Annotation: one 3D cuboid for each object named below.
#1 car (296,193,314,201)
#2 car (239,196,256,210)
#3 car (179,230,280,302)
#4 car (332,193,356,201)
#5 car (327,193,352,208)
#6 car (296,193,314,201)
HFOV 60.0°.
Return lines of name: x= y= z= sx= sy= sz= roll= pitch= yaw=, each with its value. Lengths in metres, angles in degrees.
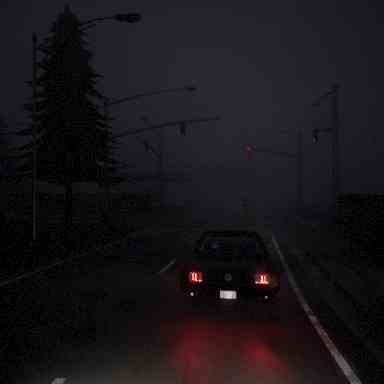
car: x=27.234 y=1.077 z=79.971 sx=3.866 sy=1.878 sz=1.905 roll=0 pitch=0 yaw=10
car: x=7.178 y=1.352 z=43.256 sx=2.097 sy=1.767 sz=4.553 roll=0 pitch=0 yaw=10
car: x=0.979 y=1.601 z=8.313 sx=1.895 sy=1.301 sz=4.718 roll=0 pitch=0 yaw=8
car: x=34.416 y=1.097 z=75.374 sx=4.605 sy=1.855 sz=1.932 roll=0 pitch=0 yaw=10
car: x=20.190 y=1.330 z=43.050 sx=5.027 sy=1.636 sz=2.152 roll=0 pitch=0 yaw=10
car: x=26.057 y=1.361 z=76.802 sx=3.806 sy=1.475 sz=1.970 roll=0 pitch=0 yaw=10
